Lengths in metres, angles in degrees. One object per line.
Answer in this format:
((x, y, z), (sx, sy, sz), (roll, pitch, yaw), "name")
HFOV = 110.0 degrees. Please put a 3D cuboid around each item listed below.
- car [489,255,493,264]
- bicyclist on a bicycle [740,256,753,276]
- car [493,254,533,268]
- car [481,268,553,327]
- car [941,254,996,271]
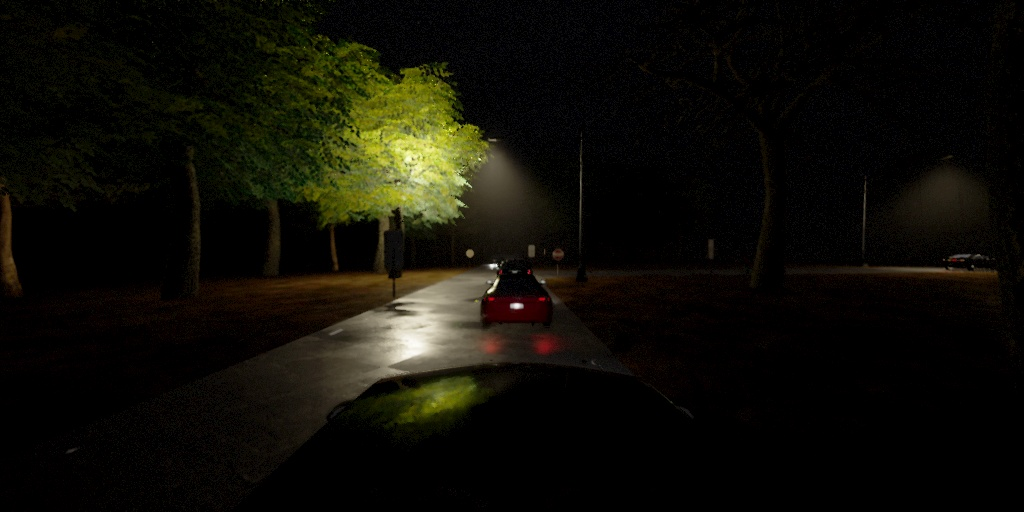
((-2.784, 0.600, 61.029), (2.128, 1.511, 4.902), (0, 1, 1), "car")
((18.664, 0.805, 28.494), (0.582, 1.620, 1.656), (-1, 0, 1), "bicyclist on a bicycle")
((0.170, 0.924, 21.411), (2.097, 1.767, 4.553), (0, 1, 0), "car")
((0.135, 1.233, 11.221), (1.994, 1.385, 4.181), (0, 1, 0), "car")
((42.603, 0.576, 33.135), (4.902, 1.511, 2.128), (0, 2, -7), "car")
